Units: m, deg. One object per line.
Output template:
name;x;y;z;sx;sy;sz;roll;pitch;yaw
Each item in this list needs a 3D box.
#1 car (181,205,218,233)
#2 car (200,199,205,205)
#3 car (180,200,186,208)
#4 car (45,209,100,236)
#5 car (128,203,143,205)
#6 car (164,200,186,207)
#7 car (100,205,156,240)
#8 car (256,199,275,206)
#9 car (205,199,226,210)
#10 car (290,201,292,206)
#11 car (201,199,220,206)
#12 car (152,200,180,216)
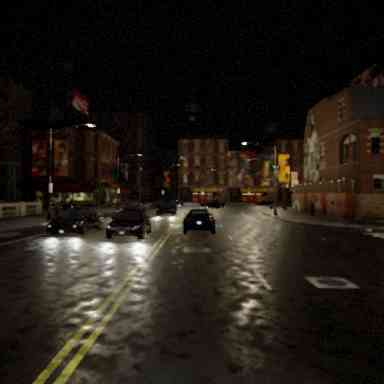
car;0.453;1.774;21.218;1.994;1.385;4.181;0;-1;1
car;3.229;2.210;60.742;1.895;1.301;4.718;0;-1;28
car;-3.042;2.083;54.937;1.994;1.385;4.181;0;-1;20
car;-6.769;1.708;20.004;2.033;1.411;5.357;0;-1;1
car;-6.337;1.929;37.026;1.895;1.301;4.718;0;-1;3
car;-3.140;2.192;63.013;1.895;1.301;4.718;0;-1;31
car;-3.300;1.686;18.127;1.812;1.442;4.674;0;-1;1
car;15.835;2.301;71.141;4.902;1.511;2.128;1;-1;-38
car;4.086;2.049;53.622;1.837;1.490;4.892;0;-1;20
car;23.099;2.374;71.912;4.181;1.385;1.994;1;-1;-26
car;3.911;2.198;68.436;1.994;1.385;4.181;0;-1;34
car;-2.803;1.826;37.243;1.882;1.535;5.008;0;-1;3
